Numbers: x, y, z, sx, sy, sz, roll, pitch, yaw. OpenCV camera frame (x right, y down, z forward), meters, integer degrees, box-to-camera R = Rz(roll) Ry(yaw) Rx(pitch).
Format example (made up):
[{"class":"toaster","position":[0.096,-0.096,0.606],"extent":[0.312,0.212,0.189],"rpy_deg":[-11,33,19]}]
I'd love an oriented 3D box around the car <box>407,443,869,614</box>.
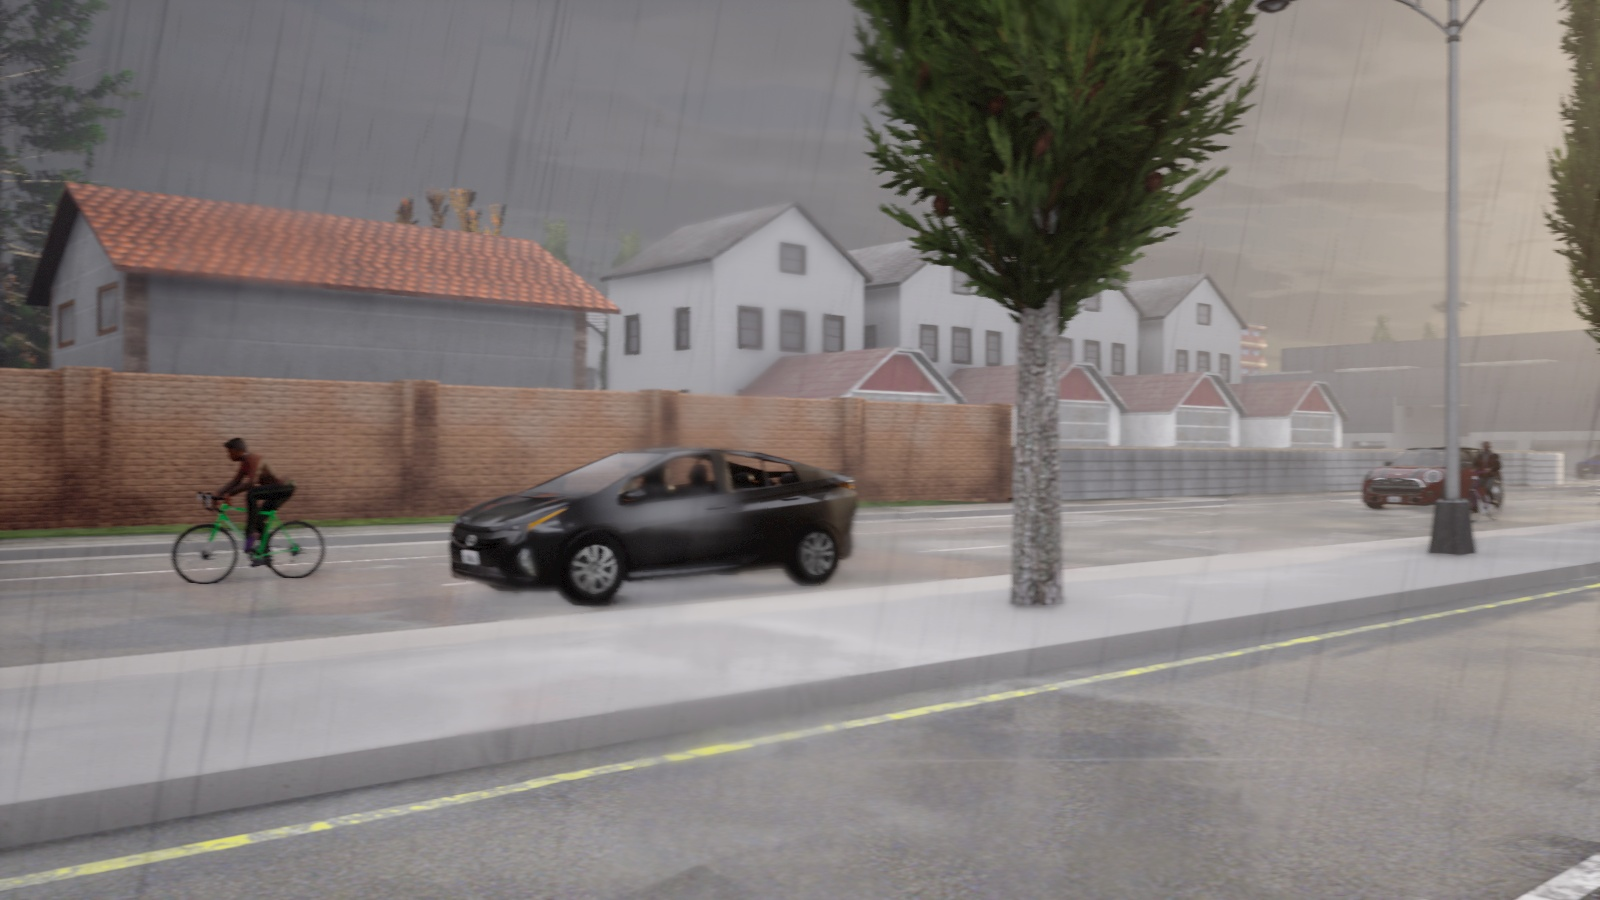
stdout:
[{"class":"car","position":[-1.597,0.696,13.385],"extent":[4.514,1.525,2.007],"rpy_deg":[0,0,-40]}]

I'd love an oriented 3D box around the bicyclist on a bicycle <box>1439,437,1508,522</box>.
[{"class":"bicyclist on a bicycle","position":[14.483,0.620,26.985],"extent":[1.843,1.776,0.659],"rpy_deg":[0,0,-40]}]

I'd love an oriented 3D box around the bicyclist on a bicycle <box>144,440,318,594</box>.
[{"class":"bicyclist on a bicycle","position":[-6.313,0.704,13.981],"extent":[1.656,1.620,0.582],"rpy_deg":[0,0,-40]}]

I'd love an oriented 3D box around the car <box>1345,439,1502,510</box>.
[{"class":"car","position":[16.597,0.609,33.357],"extent":[4.553,1.767,2.097],"rpy_deg":[0,0,-40]}]

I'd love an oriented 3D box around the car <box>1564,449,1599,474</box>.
[{"class":"car","position":[51.386,0.734,80.531],"extent":[5.008,1.535,1.882],"rpy_deg":[0,0,-29]}]
